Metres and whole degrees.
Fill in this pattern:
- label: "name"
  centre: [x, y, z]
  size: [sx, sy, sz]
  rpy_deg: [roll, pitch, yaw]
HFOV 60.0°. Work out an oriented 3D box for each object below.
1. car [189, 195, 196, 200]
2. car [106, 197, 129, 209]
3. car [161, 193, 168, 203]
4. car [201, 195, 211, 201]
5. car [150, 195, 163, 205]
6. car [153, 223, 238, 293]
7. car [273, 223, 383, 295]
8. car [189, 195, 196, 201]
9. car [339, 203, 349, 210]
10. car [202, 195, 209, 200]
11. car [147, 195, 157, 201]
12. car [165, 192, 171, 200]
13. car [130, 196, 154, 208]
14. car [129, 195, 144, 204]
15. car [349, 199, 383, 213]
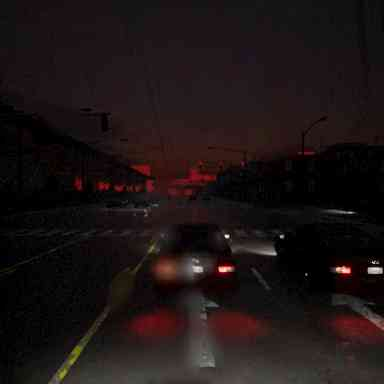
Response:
- label: "car"
  centre: [0.232, 1.500, 93.755]
  size: [1.837, 1.490, 4.892]
  rpy_deg: [0, 0, 0]
- label: "car"
  centre: [-10.480, 1.477, 46.159]
  size: [1.882, 1.535, 5.008]
  rpy_deg: [0, 0, 0]
- label: "car"
  centre: [-6.822, 1.478, 71.713]
  size: [1.882, 1.535, 5.008]
  rpy_deg: [0, 0, 0]
- label: "car"
  centre: [3.709, 1.553, 84.194]
  size: [1.994, 1.385, 4.181]
  rpy_deg: [0, 0, 0]
- label: "car"
  centre: [-6.918, 1.601, 60.498]
  size: [1.895, 1.301, 4.718]
  rpy_deg: [0, 0, 0]
- label: "car"
  centre: [0.091, 1.547, 8.962]
  size: [2.033, 1.411, 5.357]
  rpy_deg: [0, 0, 0]
- label: "car"
  centre: [3.582, 1.547, 8.854]
  size: [2.033, 1.411, 5.357]
  rpy_deg: [0, 0, 2]
- label: "car"
  centre: [0.207, 1.540, 83.246]
  size: [2.033, 1.411, 5.357]
  rpy_deg: [0, 0, 0]
- label: "car"
  centre: [20.634, 1.547, 39.879]
  size: [5.357, 1.411, 2.033]
  rpy_deg: [0, 0, 0]
- label: "car"
  centre: [3.733, 1.524, 94.009]
  size: [1.812, 1.442, 4.674]
  rpy_deg: [0, 0, 0]
- label: "car"
  centre: [-10.286, 1.482, 86.456]
  size: [2.033, 1.411, 5.357]
  rpy_deg: [0, 0, 0]
- label: "car"
  centre: [-6.784, 1.134, 87.250]
  size: [2.150, 2.045, 5.566]
  rpy_deg: [0, 0, 0]
- label: "car"
  centre: [-6.978, 1.601, 46.907]
  size: [1.895, 1.301, 4.718]
  rpy_deg: [0, 0, 0]
- label: "car"
  centre: [-10.424, 1.501, 59.678]
  size: [1.837, 1.490, 4.892]
  rpy_deg: [0, 1, 0]
- label: "car"
  centre: [20.050, 1.564, 36.375]
  size: [4.181, 1.385, 1.994]
  rpy_deg: [0, 0, 0]
